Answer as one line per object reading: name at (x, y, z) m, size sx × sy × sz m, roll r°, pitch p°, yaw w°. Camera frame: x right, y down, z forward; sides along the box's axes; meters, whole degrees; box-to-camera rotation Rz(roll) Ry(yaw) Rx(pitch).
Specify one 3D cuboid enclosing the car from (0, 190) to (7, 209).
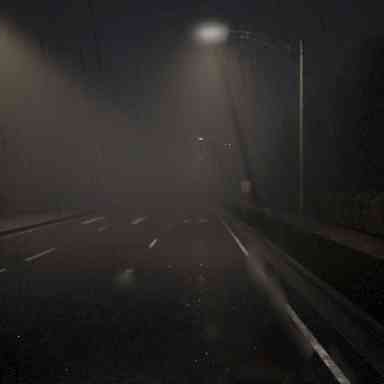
car at (-21.443, 0.809, 34.367) m, size 2.150 × 2.045 × 5.566 m, roll 0°, pitch 1°, yaw 1°

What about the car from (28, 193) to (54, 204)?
car at (-21.208, 0.929, 46.916) m, size 2.128 × 1.511 × 4.902 m, roll 0°, pitch 1°, yaw 1°
